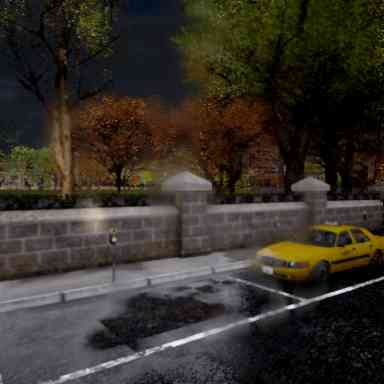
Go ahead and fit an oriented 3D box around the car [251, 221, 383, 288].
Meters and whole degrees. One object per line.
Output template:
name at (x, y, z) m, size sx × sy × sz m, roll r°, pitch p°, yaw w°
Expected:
car at (3.748, 1.519, 9.236) m, size 4.829 × 1.417 × 1.752 m, roll 0°, pitch 0°, yaw -36°
